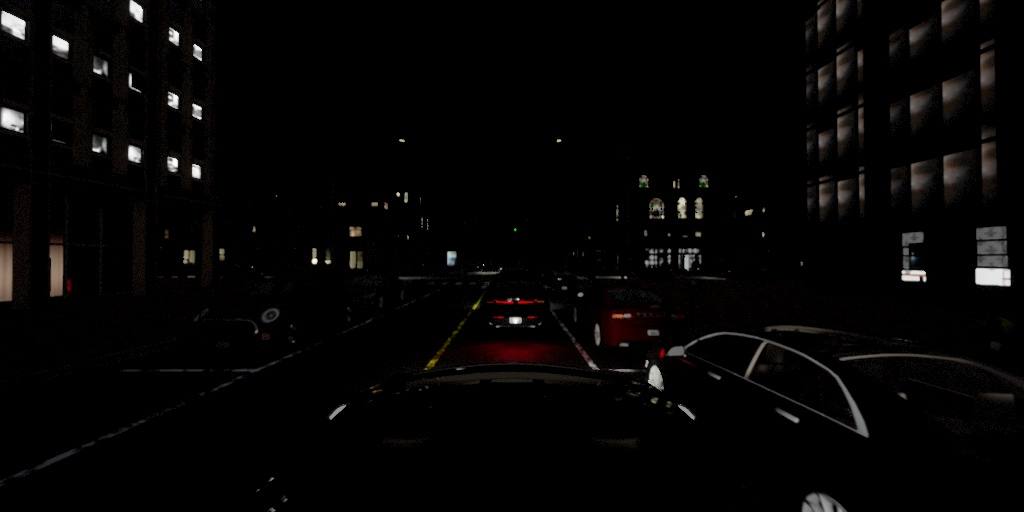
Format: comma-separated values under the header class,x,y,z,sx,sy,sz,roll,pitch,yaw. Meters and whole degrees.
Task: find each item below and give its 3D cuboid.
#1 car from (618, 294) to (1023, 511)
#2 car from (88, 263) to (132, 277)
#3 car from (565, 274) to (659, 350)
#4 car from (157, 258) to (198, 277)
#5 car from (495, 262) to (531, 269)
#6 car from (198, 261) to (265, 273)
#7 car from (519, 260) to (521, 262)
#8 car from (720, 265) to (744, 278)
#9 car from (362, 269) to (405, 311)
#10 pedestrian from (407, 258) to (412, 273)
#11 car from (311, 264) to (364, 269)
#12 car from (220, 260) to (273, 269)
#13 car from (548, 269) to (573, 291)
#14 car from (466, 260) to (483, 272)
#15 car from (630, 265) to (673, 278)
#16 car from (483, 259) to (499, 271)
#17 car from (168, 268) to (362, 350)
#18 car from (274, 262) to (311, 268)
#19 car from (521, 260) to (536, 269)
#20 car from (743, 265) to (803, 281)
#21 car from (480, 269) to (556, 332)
class,x,y,z,sx,sy,sz,roll,pitch,yaw
car,2.689,1.310,3.346,2.007,1.370,4.403,0,0,0
car,-36.527,1.308,32.947,4.403,1.370,2.007,0,0,1
car,2.682,1.337,9.038,1.888,1.381,4.507,0,0,0
car,-30.990,1.095,32.868,5.009,1.841,2.192,0,0,1
car,0.085,1.359,24.510,1.882,1.535,5.008,0,0,0
car,-25.454,1.353,32.790,4.403,1.370,2.007,0,0,1
car,2.613,1.691,63.853,1.802,1.307,4.207,0,0,0
car,24.581,1.616,37.882,4.674,1.442,1.812,0,-1,1
car,-5.706,1.375,14.736,2.007,1.370,4.403,0,0,0
pedestrian,-12.604,1.123,43.945,0.375,1.860,0.375,0,-1,1
car,-16.612,1.469,35.262,4.718,1.301,1.895,0,-1,1
car,-26.869,1.178,35.411,4.553,1.767,2.097,0,-1,1
car,2.668,1.408,20.422,2.007,1.370,4.403,0,0,0
car,-5.754,1.627,52.814,1.802,1.307,4.207,0,0,0
car,14.765,1.607,38.017,4.181,1.385,1.994,0,-1,1
car,-3.148,1.526,53.494,1.882,1.535,5.008,0,0,1
car,-5.699,1.232,9.044,1.967,1.591,4.097,0,0,0
car,-25.503,1.421,41.172,4.829,1.417,1.751,0,0,1
car,2.627,1.610,52.811,1.948,1.339,4.313,0,0,0
car,23.605,1.603,32.060,4.207,1.307,1.802,0,0,1
car,0.089,1.309,11.081,1.837,1.490,4.892,0,0,0
